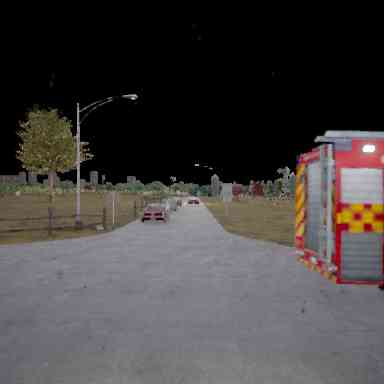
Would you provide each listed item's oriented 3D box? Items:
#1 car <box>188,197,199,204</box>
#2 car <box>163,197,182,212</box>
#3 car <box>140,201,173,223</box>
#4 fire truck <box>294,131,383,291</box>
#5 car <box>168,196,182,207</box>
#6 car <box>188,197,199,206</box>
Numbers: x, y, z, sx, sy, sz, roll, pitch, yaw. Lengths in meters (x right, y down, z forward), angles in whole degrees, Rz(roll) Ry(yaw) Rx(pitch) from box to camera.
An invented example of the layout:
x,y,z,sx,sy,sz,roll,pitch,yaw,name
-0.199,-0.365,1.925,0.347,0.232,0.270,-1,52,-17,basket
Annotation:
x,y,z,sx,sy,sz,roll,pitch,yaw,name
0.297,1.627,65.851,1.994,1.385,4.181,0,0,0,car
-2.672,1.511,38.335,2.128,1.511,4.902,0,0,0,car
-2.730,1.612,25.519,1.895,1.301,4.718,0,0,0,car
7.038,0.462,8.118,8.468,3.827,2.891,1,-1,0,fire truck
-2.579,1.515,52.061,1.882,1.535,5.008,0,0,0,car
0.250,1.521,55.428,1.882,1.535,5.008,0,0,0,car
